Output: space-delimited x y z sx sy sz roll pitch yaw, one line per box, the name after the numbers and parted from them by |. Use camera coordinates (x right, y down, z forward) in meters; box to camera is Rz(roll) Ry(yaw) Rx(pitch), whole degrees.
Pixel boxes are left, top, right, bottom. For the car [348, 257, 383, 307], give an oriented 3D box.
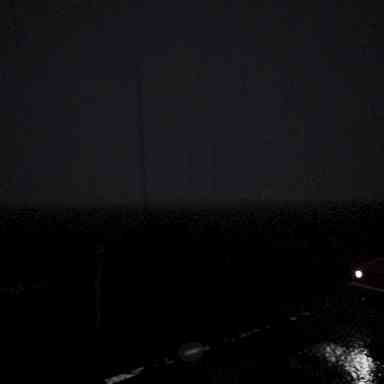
5.246 1.597 6.802 4.718 1.301 1.895 0 0 -35 | car
